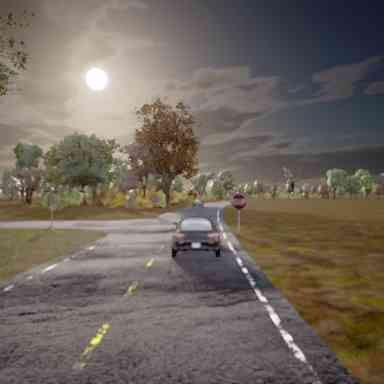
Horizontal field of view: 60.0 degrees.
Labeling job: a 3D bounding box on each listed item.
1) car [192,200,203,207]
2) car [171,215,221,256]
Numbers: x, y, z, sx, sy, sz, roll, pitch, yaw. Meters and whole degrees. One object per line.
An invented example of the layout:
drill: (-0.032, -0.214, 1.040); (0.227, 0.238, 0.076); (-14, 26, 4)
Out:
car: (1.135, 2.192, 64.072); (1.812, 1.442, 4.674); (0, -1, 8)
car: (0.153, 1.670, 13.659); (1.812, 1.442, 4.674); (0, -1, 0)
